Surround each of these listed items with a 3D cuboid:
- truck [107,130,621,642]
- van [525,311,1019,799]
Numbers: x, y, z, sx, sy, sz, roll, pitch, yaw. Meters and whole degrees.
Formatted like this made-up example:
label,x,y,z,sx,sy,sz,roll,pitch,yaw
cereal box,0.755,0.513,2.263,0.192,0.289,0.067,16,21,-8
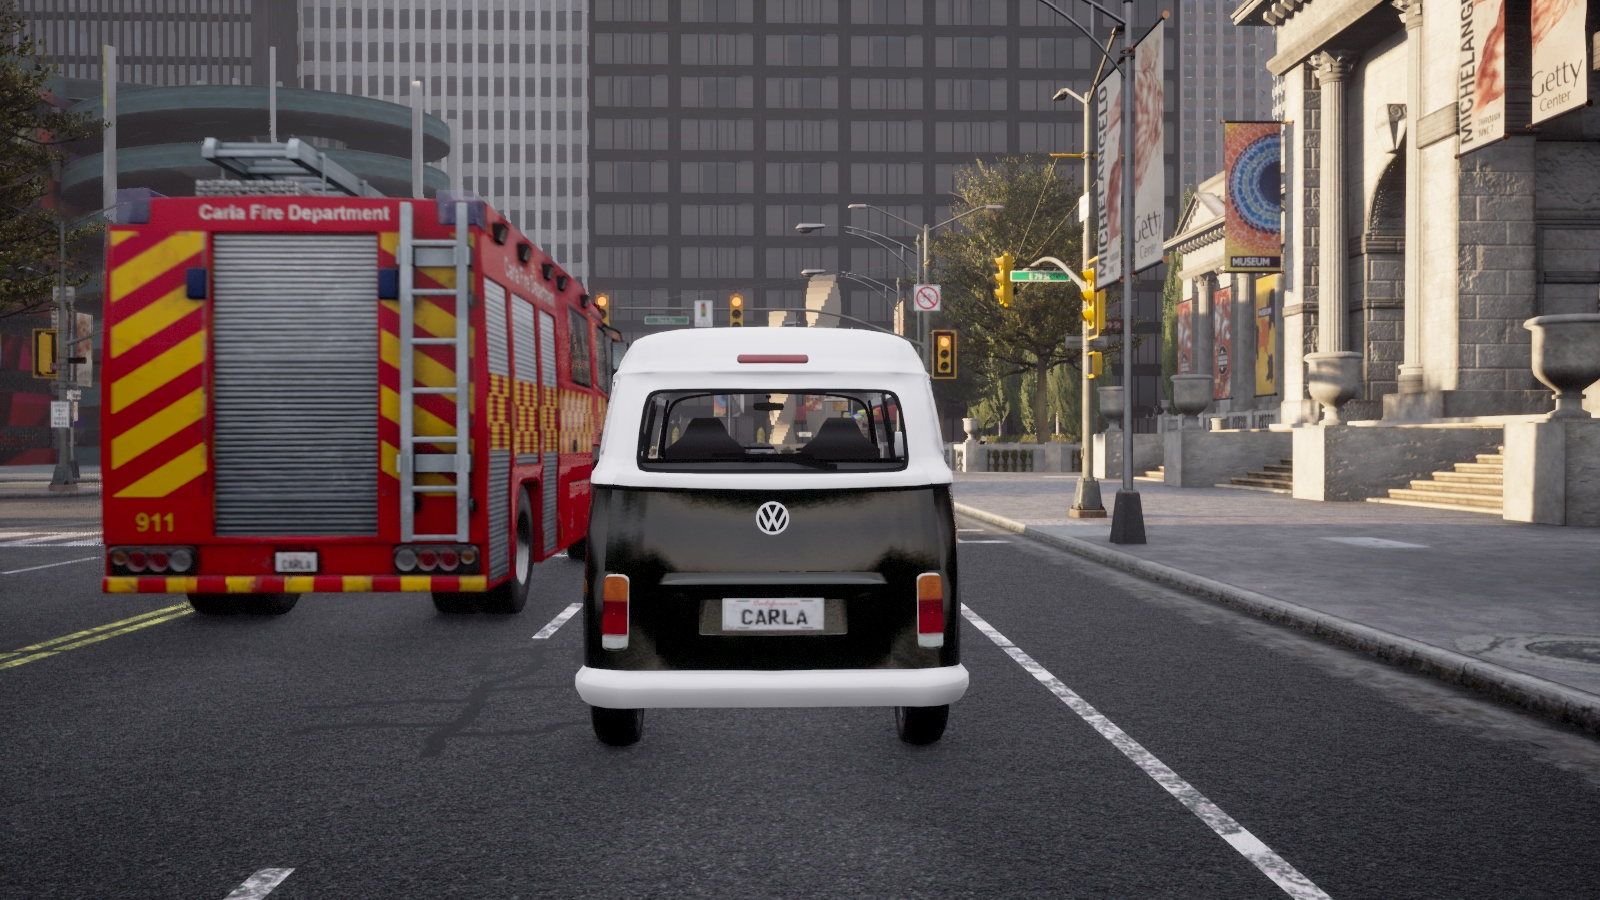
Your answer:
label,x,y,z,sx,sy,sz,roll,pitch,yaw
truck,-3.868,-0.498,13.670,2.891,3.827,8.468,0,0,-2
van,-0.179,0.427,7.507,2.069,2.038,4.480,0,0,-2
